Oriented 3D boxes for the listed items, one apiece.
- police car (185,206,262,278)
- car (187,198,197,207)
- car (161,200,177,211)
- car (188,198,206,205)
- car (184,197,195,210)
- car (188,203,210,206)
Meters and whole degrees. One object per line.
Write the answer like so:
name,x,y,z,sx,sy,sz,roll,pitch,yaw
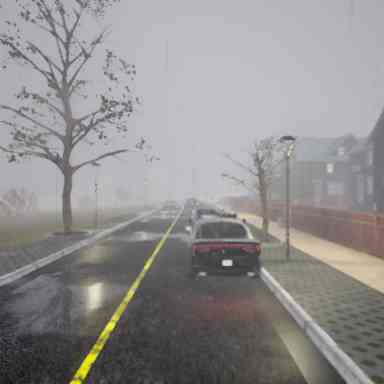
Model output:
police car,0.825,1.461,10.349,1.930,1.638,5.238,0,0,0
car,-0.001,1.748,58.068,1.812,1.442,4.674,0,0,0
car,-2.845,1.706,43.115,2.033,1.411,5.357,0,0,0
car,0.825,1.549,26.429,1.801,1.575,5.366,0,0,0
car,0.010,1.523,46.197,2.097,1.767,4.553,0,0,0
car,0.825,1.597,20.239,1.812,1.442,4.674,0,0,0
